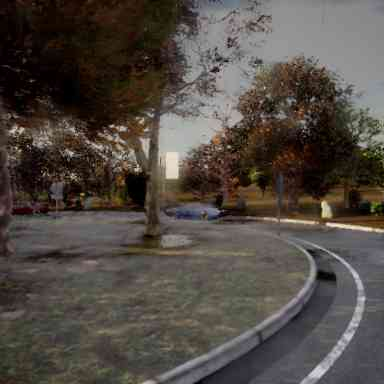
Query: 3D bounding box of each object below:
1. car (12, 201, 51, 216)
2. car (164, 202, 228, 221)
[{"bbox_3d":[-14.931,1.478,29.011,4.718,1.301,1.895,-1,0,-19],"label":"car"},{"bbox_3d":[0.301,1.544,27.589,5.357,1.411,2.033,0,0,32],"label":"car"}]
